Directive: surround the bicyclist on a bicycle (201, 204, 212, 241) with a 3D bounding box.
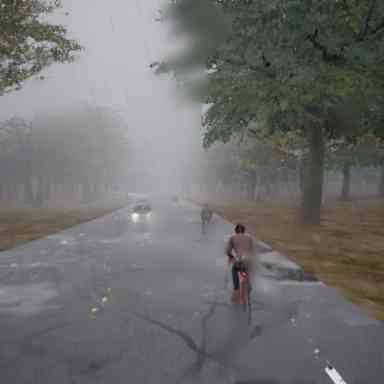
[{"bbox_3d":[0.675,1.367,15.066,0.582,1.620,1.656,0,0,-2],"label":"bicyclist on a bicycle"}]

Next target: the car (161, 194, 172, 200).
[{"bbox_3d":[-5.695,1.070,73.989,1.895,1.301,4.718,0,1,-9],"label":"car"}]

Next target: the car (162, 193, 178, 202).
[{"bbox_3d":[-3.828,0.942,60.992,2.097,1.767,4.553,0,1,-9],"label":"car"}]

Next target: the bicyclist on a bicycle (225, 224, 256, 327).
[{"bbox_3d":[0.893,1.420,6.017,0.582,1.620,1.656,0,0,-1],"label":"bicyclist on a bicycle"}]

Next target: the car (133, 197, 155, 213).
[{"bbox_3d":[-4.898,1.307,34.144,1.837,1.490,4.892,0,0,-4],"label":"car"}]
